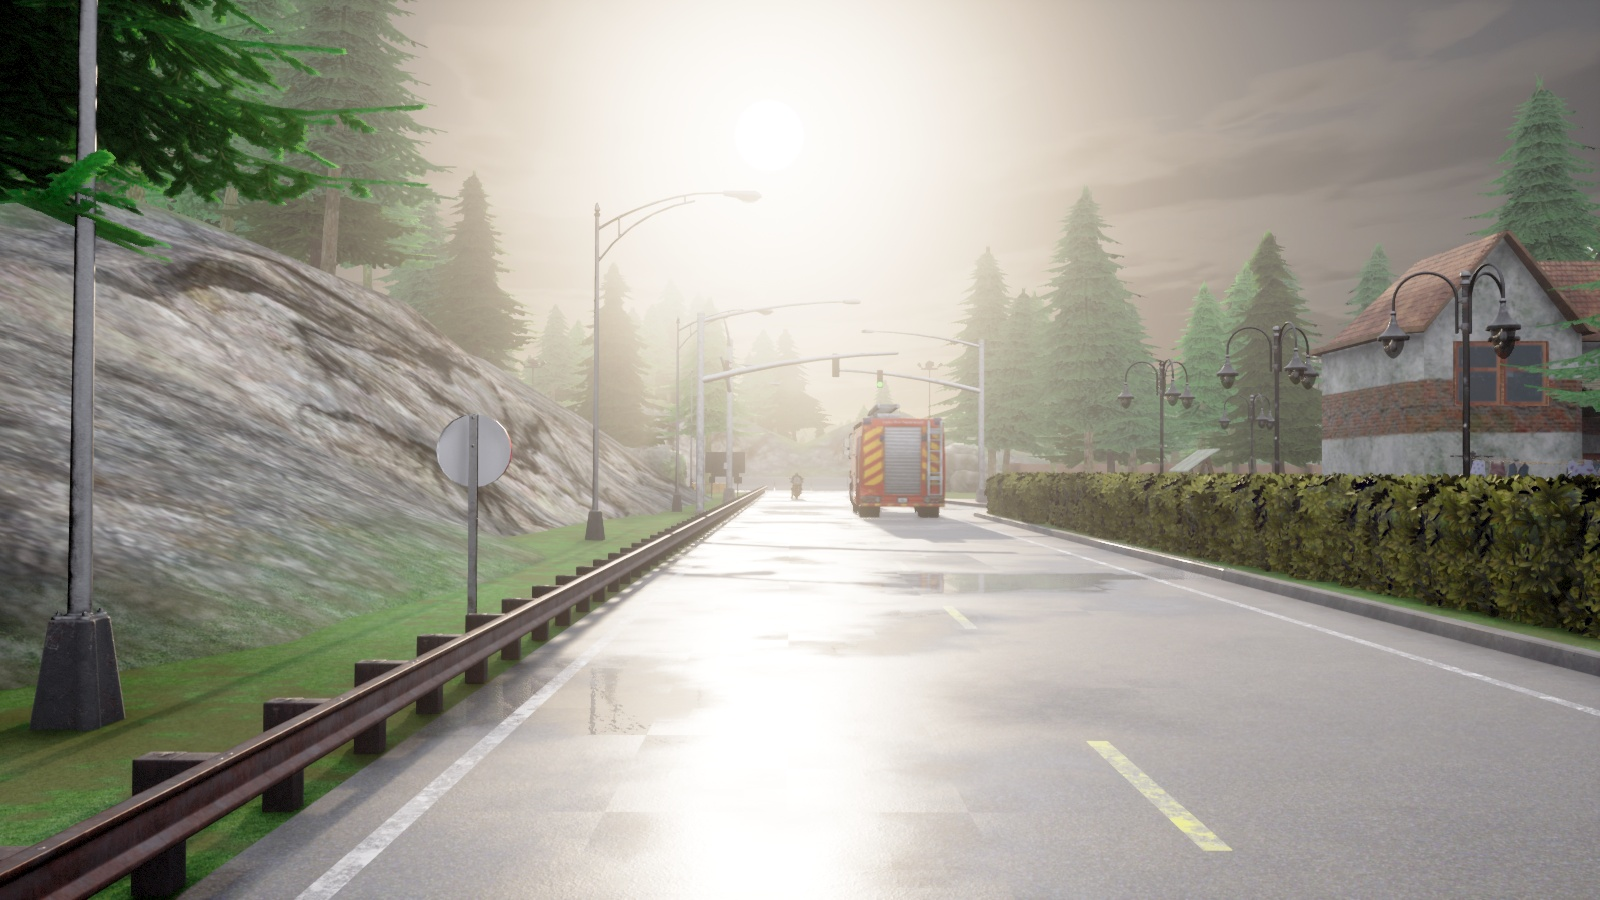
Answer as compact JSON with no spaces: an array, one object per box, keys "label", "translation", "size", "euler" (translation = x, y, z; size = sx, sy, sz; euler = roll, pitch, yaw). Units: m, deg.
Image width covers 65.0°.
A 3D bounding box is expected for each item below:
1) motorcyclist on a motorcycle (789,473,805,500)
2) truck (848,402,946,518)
[{"label":"motorcyclist on a motorcycle","translation":[-0.166,2.027,70.237],"size":[0.866,1.530,2.191],"euler":[0,-1,0]},{"label":"truck","translation":[3.386,0.407,46.006],"size":[2.891,3.827,8.468],"euler":[0,-1,0]}]
